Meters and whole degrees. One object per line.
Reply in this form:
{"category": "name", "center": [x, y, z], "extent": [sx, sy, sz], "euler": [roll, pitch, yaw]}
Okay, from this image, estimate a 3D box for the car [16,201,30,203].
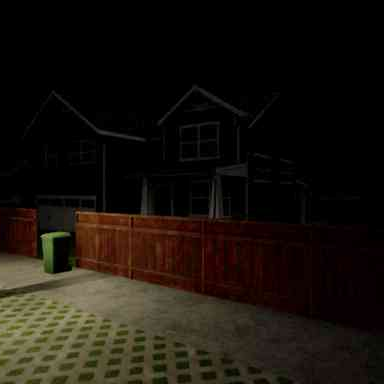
{"category": "car", "center": [-18.745, 1.722, 37.118], "extent": [2.128, 1.511, 4.902], "euler": [0, -1, 15]}
